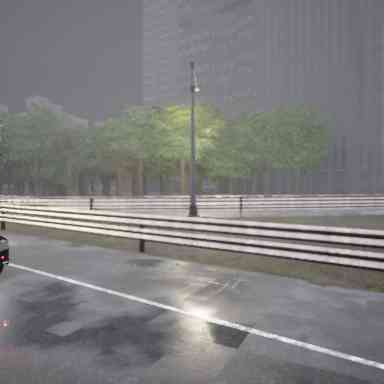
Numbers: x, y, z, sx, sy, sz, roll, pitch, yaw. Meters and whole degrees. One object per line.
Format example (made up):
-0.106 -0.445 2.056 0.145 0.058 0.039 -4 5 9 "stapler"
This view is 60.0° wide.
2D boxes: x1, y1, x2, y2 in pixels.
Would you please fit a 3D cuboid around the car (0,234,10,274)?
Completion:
-6.678 1.377 8.738 4.902 1.511 2.128 1 0 35 "car"
